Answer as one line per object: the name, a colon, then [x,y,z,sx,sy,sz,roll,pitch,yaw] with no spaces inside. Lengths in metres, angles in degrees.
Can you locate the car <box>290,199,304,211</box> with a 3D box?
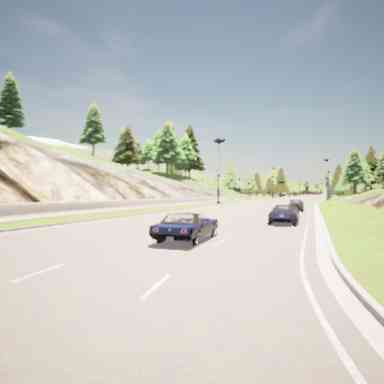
car: [13.011,1.631,41.732,2.033,1.411,5.357,1,0,20]

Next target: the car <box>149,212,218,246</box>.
car: [-0.176,1.583,15.380,1.895,1.301,4.718,1,0,18]

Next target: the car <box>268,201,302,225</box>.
car: [6.800,1.605,24.583,1.994,1.385,4.181,1,0,20]
